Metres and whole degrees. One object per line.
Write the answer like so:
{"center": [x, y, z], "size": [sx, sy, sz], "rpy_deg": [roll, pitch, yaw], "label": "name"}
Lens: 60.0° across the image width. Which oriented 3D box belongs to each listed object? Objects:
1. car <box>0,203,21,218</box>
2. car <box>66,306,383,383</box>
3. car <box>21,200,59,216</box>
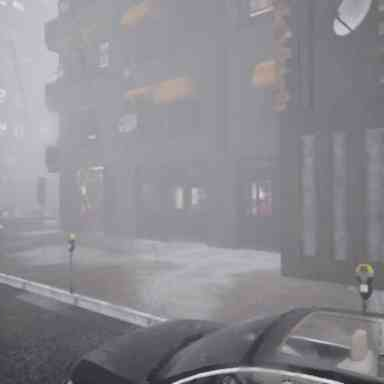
{"center": [-17.697, 1.616, 28.689], "size": [2.008, 1.369, 4.403], "rpy_deg": [0, 1, 35], "label": "car"}
{"center": [0.874, 1.555, 2.251], "size": [4.403, 1.369, 2.008], "rpy_deg": [-1, 0, 36], "label": "car"}
{"center": [-14.608, 1.516, 33.114], "size": [1.752, 1.417, 4.829], "rpy_deg": [0, 1, 35], "label": "car"}
